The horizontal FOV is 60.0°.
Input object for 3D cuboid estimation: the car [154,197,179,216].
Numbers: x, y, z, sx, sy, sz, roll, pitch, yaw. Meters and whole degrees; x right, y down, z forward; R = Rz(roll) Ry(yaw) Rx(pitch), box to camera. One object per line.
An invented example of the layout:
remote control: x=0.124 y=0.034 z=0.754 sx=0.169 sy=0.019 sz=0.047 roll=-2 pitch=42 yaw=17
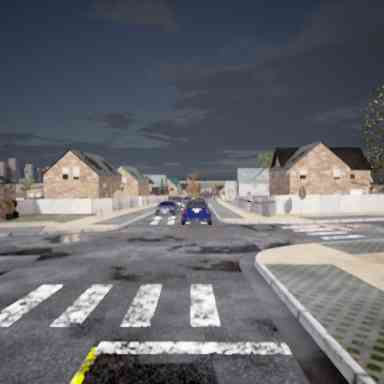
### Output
car: x=-2.428 y=1.531 z=32.550 sx=1.812 sy=1.442 sz=4.674 roll=0 pitch=0 yaw=1

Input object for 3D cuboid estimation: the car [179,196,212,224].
car: x=0.354 y=1.345 z=24.566 sx=2.097 sy=1.767 sz=4.553 roll=0 pitch=0 yaw=1

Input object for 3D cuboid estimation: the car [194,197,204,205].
car: x=1.390 y=1.665 z=62.435 sx=1.812 sy=1.442 sz=4.674 roll=0 pitch=0 yaw=3

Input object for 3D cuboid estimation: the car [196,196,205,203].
car: x=1.847 y=1.646 z=72.462 sx=1.895 sy=1.301 sz=4.718 roll=0 pitch=0 yaw=3

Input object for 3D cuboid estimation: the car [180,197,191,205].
car: x=-1.248 y=1.677 z=65.309 sx=1.812 sy=1.442 sz=4.674 roll=0 pitch=-1 yaw=3
